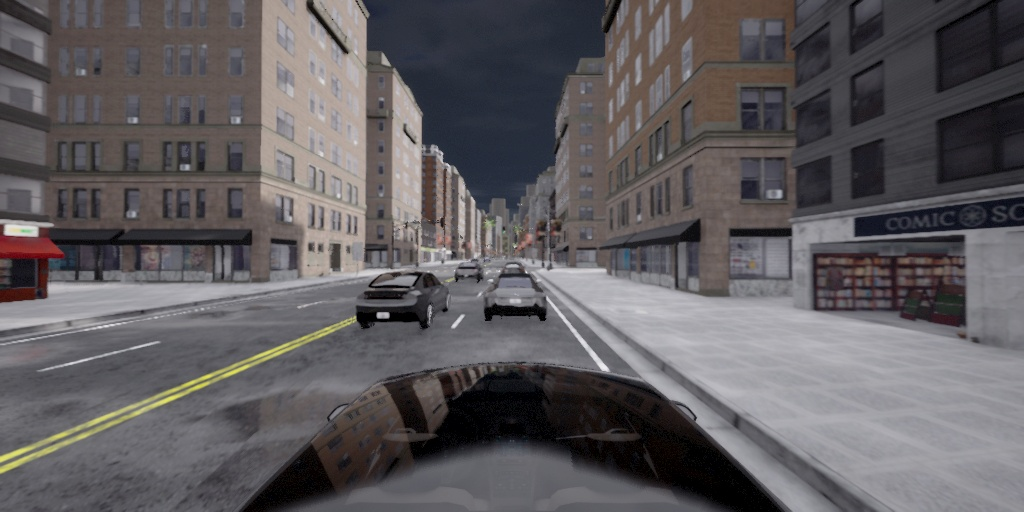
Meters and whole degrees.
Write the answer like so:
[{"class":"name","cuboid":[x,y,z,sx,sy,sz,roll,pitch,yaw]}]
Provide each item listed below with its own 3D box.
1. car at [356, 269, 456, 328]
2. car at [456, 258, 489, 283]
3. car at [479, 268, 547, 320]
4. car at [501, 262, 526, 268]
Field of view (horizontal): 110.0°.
[{"class":"car","cuboid":[-3.149,1.220,11.189,1.837,1.490,4.892,0,0,0]},{"class":"car","cuboid":[-3.145,1.149,27.076,2.128,1.511,4.902,0,0,0]},{"class":"car","cuboid":[0.102,1.277,12.468,1.994,1.385,4.181,0,0,0]},{"class":"car","cuboid":[0.107,1.180,27.942,1.812,1.442,4.674,0,0,0]}]
